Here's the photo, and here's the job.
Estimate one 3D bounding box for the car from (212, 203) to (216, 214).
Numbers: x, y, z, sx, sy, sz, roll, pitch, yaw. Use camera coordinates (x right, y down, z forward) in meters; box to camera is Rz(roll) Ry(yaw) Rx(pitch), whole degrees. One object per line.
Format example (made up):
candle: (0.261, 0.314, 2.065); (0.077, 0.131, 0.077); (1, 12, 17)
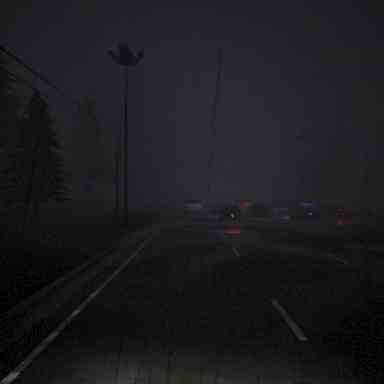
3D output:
car: (3.631, 2.094, 43.040); (2.033, 1.411, 5.357); (0, -1, 0)

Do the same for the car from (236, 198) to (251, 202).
car: (7.139, 1.810, 46.369); (2.150, 2.045, 5.566); (0, -1, 1)

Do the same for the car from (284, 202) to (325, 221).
car: (10.636, 1.968, 31.791); (1.994, 1.385, 4.181); (0, -1, 0)

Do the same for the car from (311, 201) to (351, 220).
car: (14.138, 1.916, 33.387); (2.128, 1.511, 4.902); (0, -1, 0)

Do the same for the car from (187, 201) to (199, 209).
car: (0.170, 2.315, 59.248); (1.994, 1.385, 4.181); (0, -1, 0)

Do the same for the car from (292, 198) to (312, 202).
car: (14.141, 1.776, 43.636); (2.150, 2.045, 5.566); (0, -1, 0)

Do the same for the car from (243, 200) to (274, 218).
car: (7.143, 1.940, 36.355); (1.882, 1.535, 5.008); (0, -1, 0)

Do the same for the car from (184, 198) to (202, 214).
car: (0.147, 1.770, 43.072); (2.150, 2.045, 5.566); (0, 0, 0)

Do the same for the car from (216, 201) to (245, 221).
car: (3.636, 1.914, 32.172); (1.837, 1.490, 4.892); (0, -1, 0)

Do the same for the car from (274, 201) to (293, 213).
car: (10.631, 2.081, 42.017); (2.033, 1.411, 5.357); (0, -1, 0)
